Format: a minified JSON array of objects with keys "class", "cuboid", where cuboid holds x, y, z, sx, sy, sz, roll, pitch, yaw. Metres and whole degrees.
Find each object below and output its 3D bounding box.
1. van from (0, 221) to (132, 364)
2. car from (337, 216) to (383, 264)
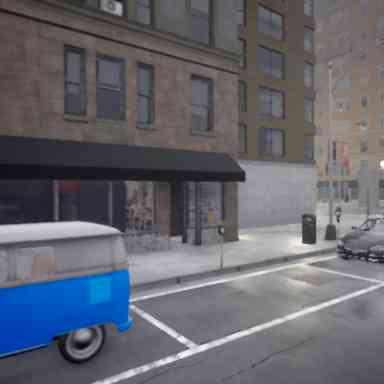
[{"class":"van","cuboid":[-2.763,1.340,4.217,3.998,1.788,1.690,-1,0,-36]},{"class":"car","cuboid":[6.456,1.462,10.795,4.403,1.369,2.008,-1,0,-36]}]
